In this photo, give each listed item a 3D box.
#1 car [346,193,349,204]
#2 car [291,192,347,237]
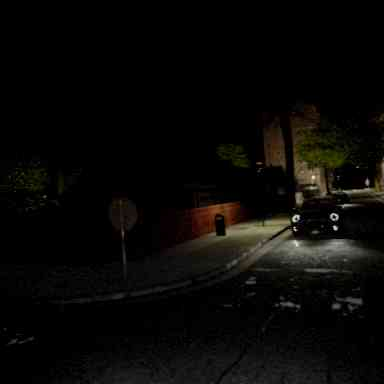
[{"bbox_3d":[17.443,0.671,39.282,1.994,1.385,4.181,-5,-1,26],"label":"car"},{"bbox_3d":[6.138,1.073,16.117,2.097,1.767,4.553,-5,-1,26],"label":"car"}]
